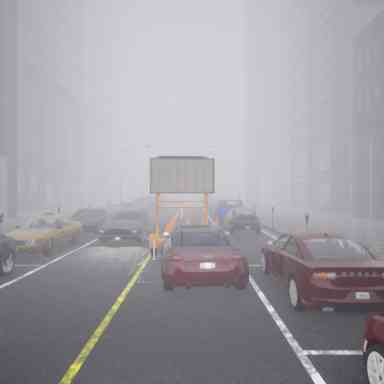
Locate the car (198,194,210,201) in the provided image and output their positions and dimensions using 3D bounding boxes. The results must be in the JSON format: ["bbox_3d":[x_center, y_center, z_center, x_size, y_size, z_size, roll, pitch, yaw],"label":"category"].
[{"bbox_3d":[2.832,1.350,63.983,2.192,1.841,5.009,0,0,0],"label":"car"}]

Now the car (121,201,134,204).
[{"bbox_3d":[-5.736,1.584,24.522,1.802,1.307,4.206,0,0,0],"label":"car"}]

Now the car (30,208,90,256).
[{"bbox_3d":[-5.749,1.524,13.079,1.752,1.417,4.829,0,0,0],"label":"car"}]

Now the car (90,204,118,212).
[{"bbox_3d":[-5.743,1.566,18.885,1.947,1.339,4.313,0,0,0],"label":"car"}]

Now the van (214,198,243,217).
[{"bbox_3d":[2.788,1.343,24.529,1.690,1.788,3.998,0,0,0],"label":"van"}]

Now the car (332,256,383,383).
[{"bbox_3d":[2.763,1.544,1.984,1.887,1.381,4.507,0,0,0],"label":"car"}]

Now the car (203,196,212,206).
[{"bbox_3d":[2.808,1.563,41.438,2.008,1.369,4.403,0,0,0],"label":"car"}]

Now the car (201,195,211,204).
[{"bbox_3d":[2.820,1.567,52.710,1.887,1.381,4.507,0,0,0],"label":"car"}]

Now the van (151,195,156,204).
[{"bbox_3d":[-5.718,1.353,41.432,1.690,1.788,3.998,0,0,0],"label":"van"}]

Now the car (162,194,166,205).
[{"bbox_3d":[-5.699,1.343,58.341,2.192,1.841,5.009,0,0,0],"label":"car"}]

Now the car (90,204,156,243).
[{"bbox_3d":[-3.082,1.547,16.417,2.033,1.411,5.357,0,0,0],"label":"car"}]

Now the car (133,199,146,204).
[{"bbox_3d":[-5.730,1.570,30.159,1.947,1.339,4.313,0,0,0],"label":"car"}]

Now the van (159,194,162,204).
[{"bbox_3d":[-5.711,1.358,47.069,1.690,1.788,3.998,0,0,0],"label":"van"}]

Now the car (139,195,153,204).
[{"bbox_3d":[-5.724,1.448,35.796,1.967,1.590,4.097,0,0,0],"label":"car"}]

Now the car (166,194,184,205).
[{"bbox_3d":[-3.011,1.593,58.473,1.994,1.385,4.181,0,0,0],"label":"car"}]

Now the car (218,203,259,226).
[{"bbox_3d":[2.782,1.551,18.893,2.008,1.369,4.403,0,0,0],"label":"car"}]

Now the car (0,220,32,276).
[{"bbox_3d":[-5.755,1.565,7.612,1.947,1.339,4.313,0,0,0],"label":"car"}]

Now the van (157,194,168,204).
[{"bbox_3d":[-5.692,1.376,63.977,1.690,1.788,3.998,0,0,0],"label":"van"}]

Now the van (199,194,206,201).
[{"bbox_3d":[2.864,1.419,92.164,1.690,1.788,3.998,0,0,0],"label":"van"}]

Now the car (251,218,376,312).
[{"bbox_3d":[2.770,1.543,7.621,1.887,1.381,4.507,0,0,0],"label":"car"}]

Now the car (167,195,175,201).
[{"bbox_3d":[-5.660,1.644,92.161,1.947,1.339,4.313,0,0,0],"label":"car"}]

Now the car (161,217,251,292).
[{"bbox_3d":[0.166,1.563,9.007,1.994,1.385,4.181,0,-1,-5],"label":"car"}]

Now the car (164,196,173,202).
[{"bbox_3d":[-5.673,1.603,80.888,1.887,1.381,4.507,0,0,0],"label":"car"}]

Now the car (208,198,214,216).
[{"bbox_3d":[2.795,1.555,30.165,2.008,1.369,4.403,0,0,0],"label":"car"}]

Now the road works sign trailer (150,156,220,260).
[{"bbox_3d":[-0.379,0.463,12.461,2.380,3.560,2.880,0,0,-5],"label":"road works sign trailer"}]
